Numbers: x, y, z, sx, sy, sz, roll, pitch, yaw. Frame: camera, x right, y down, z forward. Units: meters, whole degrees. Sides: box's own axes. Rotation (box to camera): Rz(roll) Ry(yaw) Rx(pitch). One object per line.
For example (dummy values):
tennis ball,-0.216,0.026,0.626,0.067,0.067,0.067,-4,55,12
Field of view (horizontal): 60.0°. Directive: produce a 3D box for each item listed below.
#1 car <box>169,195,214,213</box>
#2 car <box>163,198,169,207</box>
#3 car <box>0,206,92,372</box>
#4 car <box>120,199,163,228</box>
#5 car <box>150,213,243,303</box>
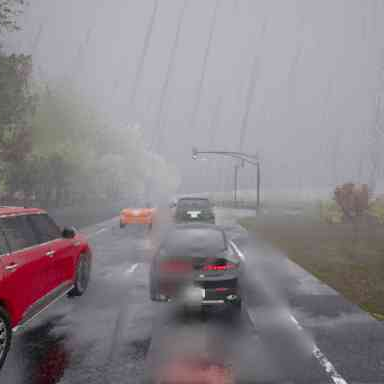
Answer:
car,0.104,1.228,18.892,2.150,2.045,5.566,0,0,0
car,-3.392,1.554,45.074,2.033,1.411,5.357,0,0,0
car,-3.396,1.224,5.420,2.150,2.045,5.566,0,0,0
car,-3.396,1.358,22.394,2.097,1.767,4.553,0,0,0
car,0.099,1.508,8.222,1.837,1.490,4.892,0,0,1
